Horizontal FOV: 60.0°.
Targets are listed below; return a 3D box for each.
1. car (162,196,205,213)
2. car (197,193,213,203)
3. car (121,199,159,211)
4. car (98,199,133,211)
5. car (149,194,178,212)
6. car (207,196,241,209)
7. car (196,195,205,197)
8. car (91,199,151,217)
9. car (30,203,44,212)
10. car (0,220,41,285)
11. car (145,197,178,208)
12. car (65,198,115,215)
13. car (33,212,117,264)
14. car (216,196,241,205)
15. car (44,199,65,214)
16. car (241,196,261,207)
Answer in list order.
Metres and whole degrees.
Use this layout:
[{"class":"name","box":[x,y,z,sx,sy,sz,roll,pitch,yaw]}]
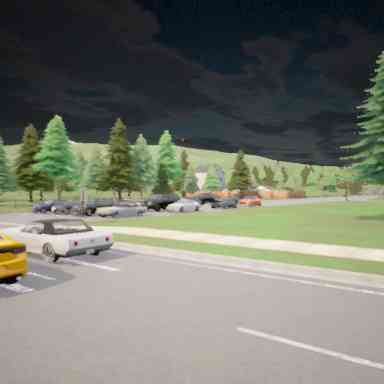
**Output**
[{"class":"car","box":[-0.891,1.534,37.261,1.812,1.442,4.674,0,0,36]},{"class":"car","box":[1.849,1.234,58.691,2.150,2.045,5.566,0,0,37]},{"class":"car","box":[-6.466,1.612,41.504,1.895,1.301,4.718,0,0,36]},{"class":"car","box":[-9.792,1.576,42.885,1.994,1.385,4.181,0,0,36]},{"class":"car","box":[-3.605,1.231,39.490,2.150,2.045,5.566,0,0,36]},{"class":"car","box":[4.280,1.572,44.316,1.994,1.385,4.181,0,0,37]},{"class":"car","box":[-0.764,1.558,49.282,2.033,1.411,5.357,0,0,36]},{"class":"car","box":[-6.281,1.609,29.900,1.895,1.301,4.718,0,0,36]},{"class":"car","box":[-14.958,1.538,35.828,1.812,1.442,4.674,0,0,36]},{"class":"car","box":[-6.126,1.481,8.358,5.008,1.535,1.882,0,0,36]},{"class":"car","box":[-4.525,1.504,50.067,2.128,1.511,4.902,0,0,36]},{"class":"car","box":[-9.257,1.362,31.763,2.097,1.767,4.553,0,0,36]},{"class":"car","box":[-5.041,1.605,11.884,4.718,1.301,1.895,0,0,35]},{"class":"car","box":[6.505,1.503,59.126,2.128,1.511,4.902,0,0,37]},{"class":"car","box":[-11.940,1.502,34.024,2.128,1.511,4.902,0,0,36]},{"class":"car","box":[8.720,1.360,50.372,2.097,1.767,4.553,0,0,36]}]
